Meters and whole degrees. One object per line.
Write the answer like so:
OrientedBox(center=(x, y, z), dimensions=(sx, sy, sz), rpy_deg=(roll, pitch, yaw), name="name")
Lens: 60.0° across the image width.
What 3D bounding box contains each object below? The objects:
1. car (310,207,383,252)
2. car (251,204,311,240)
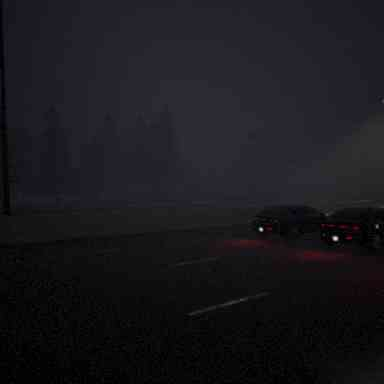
OrientedBox(center=(7.063, 1.347, 13.180), dimensions=(4.892, 1.490, 1.837), rpy_deg=(-1, 1, -35), name="car")
OrientedBox(center=(5.017, 1.347, 16.019), dimensions=(4.892, 1.490, 1.837), rpy_deg=(-1, 1, -35), name="car")
